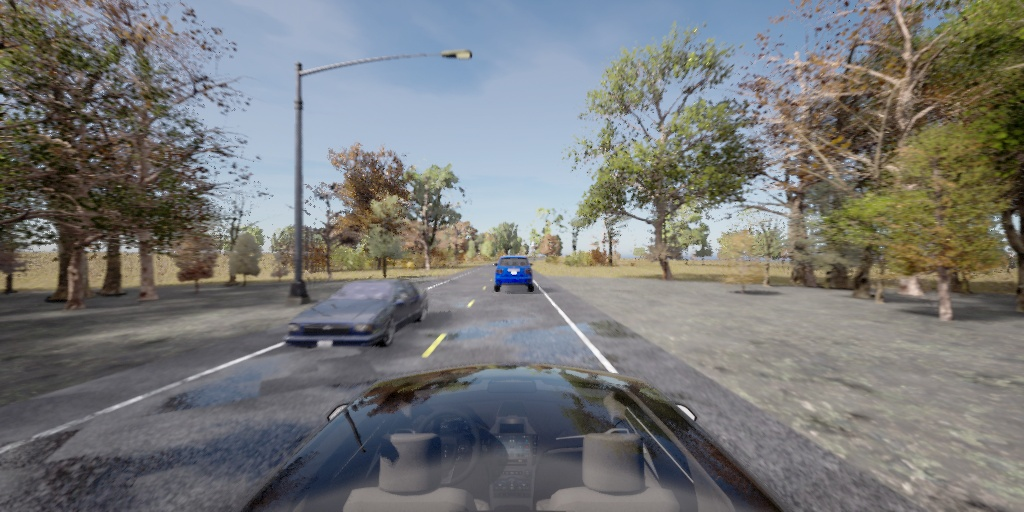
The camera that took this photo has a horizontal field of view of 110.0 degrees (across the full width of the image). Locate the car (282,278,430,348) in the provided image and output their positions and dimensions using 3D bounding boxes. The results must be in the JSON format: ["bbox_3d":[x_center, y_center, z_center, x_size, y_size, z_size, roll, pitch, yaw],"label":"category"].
[{"bbox_3d":[-3.593,1.310,9.551,2.033,1.411,5.357,0,0,0],"label":"car"}]

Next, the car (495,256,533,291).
[{"bbox_3d":[0.109,1.004,22.165,2.150,2.045,5.566,0,0,0],"label":"car"}]
